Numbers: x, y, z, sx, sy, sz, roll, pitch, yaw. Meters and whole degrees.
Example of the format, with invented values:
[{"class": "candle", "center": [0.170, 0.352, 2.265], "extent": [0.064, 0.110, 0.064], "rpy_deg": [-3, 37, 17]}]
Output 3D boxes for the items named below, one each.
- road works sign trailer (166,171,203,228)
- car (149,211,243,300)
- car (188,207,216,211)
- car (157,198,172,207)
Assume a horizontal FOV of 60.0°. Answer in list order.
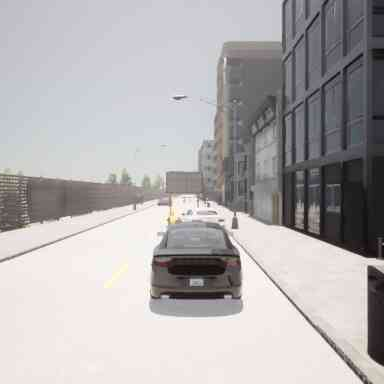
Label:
[{"class": "road works sign trailer", "center": [-0.527, 0.464, 21.298], "extent": [2.380, 3.560, 2.880], "rpy_deg": [0, 0, -16]}, {"class": "car", "center": [0.084, 1.478, 8.469], "extent": [1.882, 1.535, 5.008], "rpy_deg": [0, 0, 0]}, {"class": "car", "center": [0.488, 1.538, 17.818], "extent": [1.812, 1.442, 4.674], "rpy_deg": [0, -1, -10]}, {"class": "car", "center": [-4.089, 1.563, 50.431], "extent": [1.994, 1.385, 4.181], "rpy_deg": [0, 0, 0]}]
